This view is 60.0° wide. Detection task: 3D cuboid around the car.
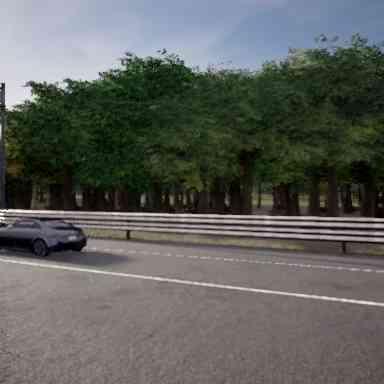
[{"bbox_3d":[-6.279,1.717,13.389,4.181,1.385,1.994,-1,-1,27],"label":"car"}]
